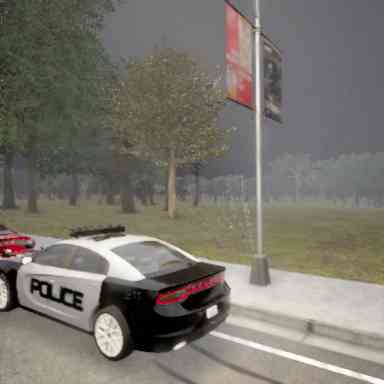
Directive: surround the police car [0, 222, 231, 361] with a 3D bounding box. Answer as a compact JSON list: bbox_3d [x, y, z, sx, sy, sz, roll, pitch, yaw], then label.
[{"bbox_3d":[-1.818,1.435,6.094,5.238,1.638,1.930,0,0,36],"label":"police car"}]
